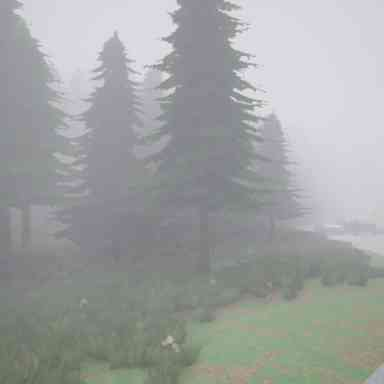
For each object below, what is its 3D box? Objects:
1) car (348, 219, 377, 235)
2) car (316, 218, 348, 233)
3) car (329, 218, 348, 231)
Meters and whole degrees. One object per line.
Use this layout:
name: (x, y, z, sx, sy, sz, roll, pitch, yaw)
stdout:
car: (16.660, 3.454, 33.272, 1.882, 1.535, 5.008, 0, -3, 7)
car: (13.732, 3.487, 33.410, 1.812, 1.442, 4.674, 0, -3, 8)
car: (19.125, 4.117, 43.155, 2.033, 1.411, 5.357, 1, -3, 26)
